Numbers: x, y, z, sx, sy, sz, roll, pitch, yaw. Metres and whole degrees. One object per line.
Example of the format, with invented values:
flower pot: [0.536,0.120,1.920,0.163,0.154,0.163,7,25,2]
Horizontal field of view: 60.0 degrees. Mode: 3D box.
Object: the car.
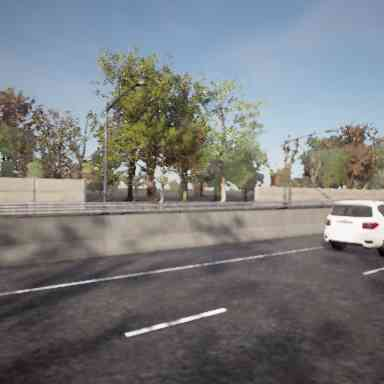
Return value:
car: [7.765,1.358,13.692,5.566,2.045,2.150,1,0,-35]
